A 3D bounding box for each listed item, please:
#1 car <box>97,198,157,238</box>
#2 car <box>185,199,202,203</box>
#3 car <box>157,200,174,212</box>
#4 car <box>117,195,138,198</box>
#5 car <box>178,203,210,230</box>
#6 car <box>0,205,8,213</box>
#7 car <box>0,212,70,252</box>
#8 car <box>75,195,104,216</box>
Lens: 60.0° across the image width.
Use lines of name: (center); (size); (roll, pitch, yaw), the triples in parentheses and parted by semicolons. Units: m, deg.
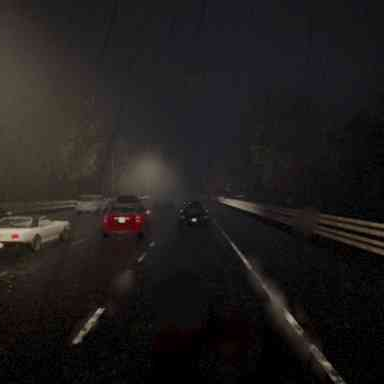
car: (-3.366, 1.403, 18.059); (2.097, 1.767, 4.553); (0, 0, 0)
car: (0.201, 1.619, 38.984); (1.837, 1.490, 4.892); (0, 0, 0)
car: (-3.297, 1.678, 39.755); (1.994, 1.385, 4.181); (0, 0, 0)
car: (-6.810, 1.325, 35.945); (2.150, 2.045, 5.566); (0, 0, 0)
car: (0.144, 1.625, 21.621); (1.994, 1.385, 4.181); (0, 0, 0)
car: (-10.358, 1.399, 16.743); (2.097, 1.767, 4.553); (0, 0, -1)
car: (-6.881, 1.639, 14.138); (1.895, 1.301, 4.718); (0, 0, 0)
car: (-10.314, 1.320, 34.599); (2.150, 2.045, 5.566); (0, 0, 0)
